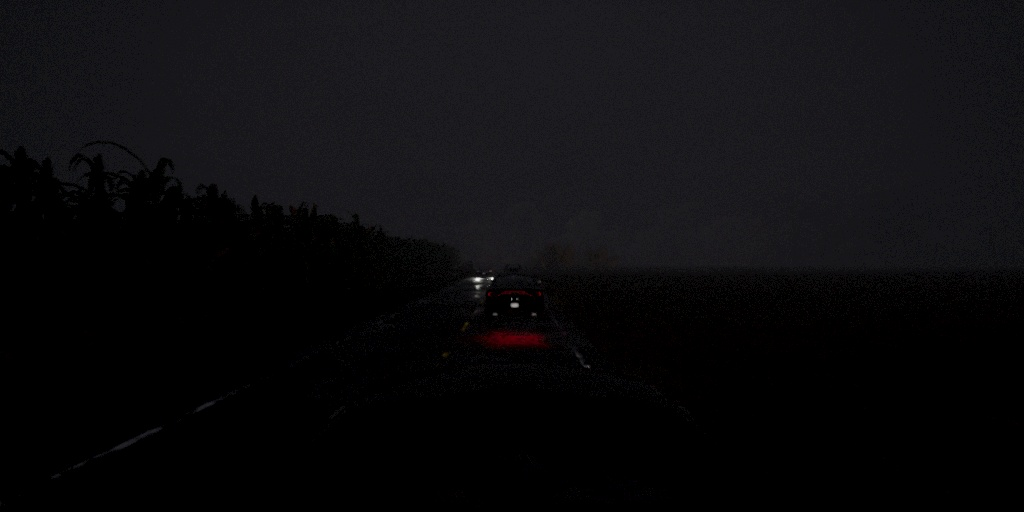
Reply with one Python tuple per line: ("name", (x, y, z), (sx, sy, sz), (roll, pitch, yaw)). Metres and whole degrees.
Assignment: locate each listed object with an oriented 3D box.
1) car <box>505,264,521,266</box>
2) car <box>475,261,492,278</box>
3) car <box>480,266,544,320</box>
("car", (0.094, 1.448, 31.228), (2.128, 1.511, 4.902), (0, 0, 0))
("car", (-2.894, 1.530, 38.735), (1.812, 1.442, 4.674), (0, 0, -1))
("car", (0.089, 1.309, 13.107), (1.882, 1.535, 5.008), (0, 0, 0))
